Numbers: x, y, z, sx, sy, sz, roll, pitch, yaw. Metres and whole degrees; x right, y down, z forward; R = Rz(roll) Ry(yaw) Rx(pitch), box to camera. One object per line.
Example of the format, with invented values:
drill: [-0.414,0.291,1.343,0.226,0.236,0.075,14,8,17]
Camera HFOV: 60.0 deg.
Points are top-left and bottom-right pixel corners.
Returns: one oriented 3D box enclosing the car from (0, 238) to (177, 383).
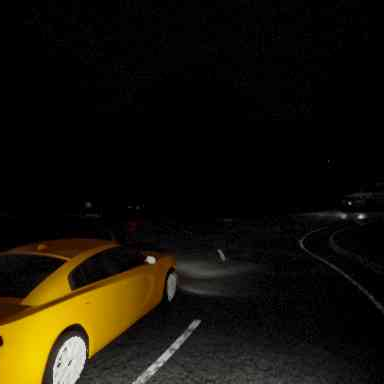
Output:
car: [-1.790,1.480,5.322,1.882,1.535,5.008,0,0,18]

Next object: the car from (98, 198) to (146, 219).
car: [-6.167,1.342,29.012,4.553,1.767,2.097,1,1,39]

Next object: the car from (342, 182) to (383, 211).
car: [15.210,0.281,27.719,5.566,2.045,2.150,-6,2,-21]
